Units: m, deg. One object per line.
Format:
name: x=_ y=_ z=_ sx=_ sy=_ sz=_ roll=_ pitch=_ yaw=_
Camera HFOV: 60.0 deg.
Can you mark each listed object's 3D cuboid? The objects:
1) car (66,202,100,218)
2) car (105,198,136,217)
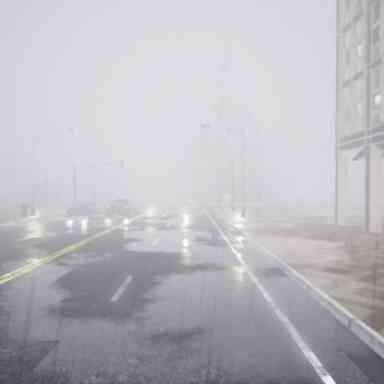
car: x=-9.809 y=1.571 z=30.205 sx=1.994 sy=1.385 sz=4.181 roll=0 pitch=0 yaw=0
car: x=-6.553 y=1.358 z=30.912 sx=2.097 sy=1.767 sz=4.553 roll=0 pitch=0 yaw=1
